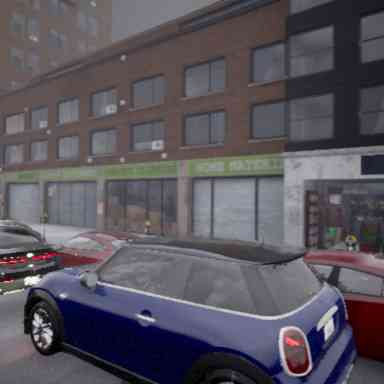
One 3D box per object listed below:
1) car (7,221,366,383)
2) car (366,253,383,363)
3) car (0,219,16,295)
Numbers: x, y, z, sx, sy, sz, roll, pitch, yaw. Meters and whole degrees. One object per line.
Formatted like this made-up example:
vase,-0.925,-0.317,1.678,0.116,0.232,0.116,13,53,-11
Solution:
car,-0.340,1.388,4.598,4.553,1.767,2.097,0,-1,36
car,2.121,1.597,5.239,4.507,1.381,1.887,0,0,36
car,-5.187,1.543,8.185,4.892,1.490,1.837,0,-1,36
